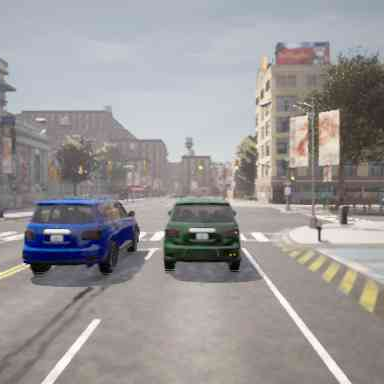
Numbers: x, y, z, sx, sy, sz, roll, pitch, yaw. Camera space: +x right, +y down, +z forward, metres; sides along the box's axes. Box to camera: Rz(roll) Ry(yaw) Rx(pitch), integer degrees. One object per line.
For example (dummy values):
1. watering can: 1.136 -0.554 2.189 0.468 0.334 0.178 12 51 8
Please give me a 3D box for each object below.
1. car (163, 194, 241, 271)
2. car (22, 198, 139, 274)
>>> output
1. car: 0.328 1.212 11.065 2.150 2.045 5.566 0 0 2
2. car: -3.192 1.210 10.703 2.150 2.045 5.566 0 0 1
